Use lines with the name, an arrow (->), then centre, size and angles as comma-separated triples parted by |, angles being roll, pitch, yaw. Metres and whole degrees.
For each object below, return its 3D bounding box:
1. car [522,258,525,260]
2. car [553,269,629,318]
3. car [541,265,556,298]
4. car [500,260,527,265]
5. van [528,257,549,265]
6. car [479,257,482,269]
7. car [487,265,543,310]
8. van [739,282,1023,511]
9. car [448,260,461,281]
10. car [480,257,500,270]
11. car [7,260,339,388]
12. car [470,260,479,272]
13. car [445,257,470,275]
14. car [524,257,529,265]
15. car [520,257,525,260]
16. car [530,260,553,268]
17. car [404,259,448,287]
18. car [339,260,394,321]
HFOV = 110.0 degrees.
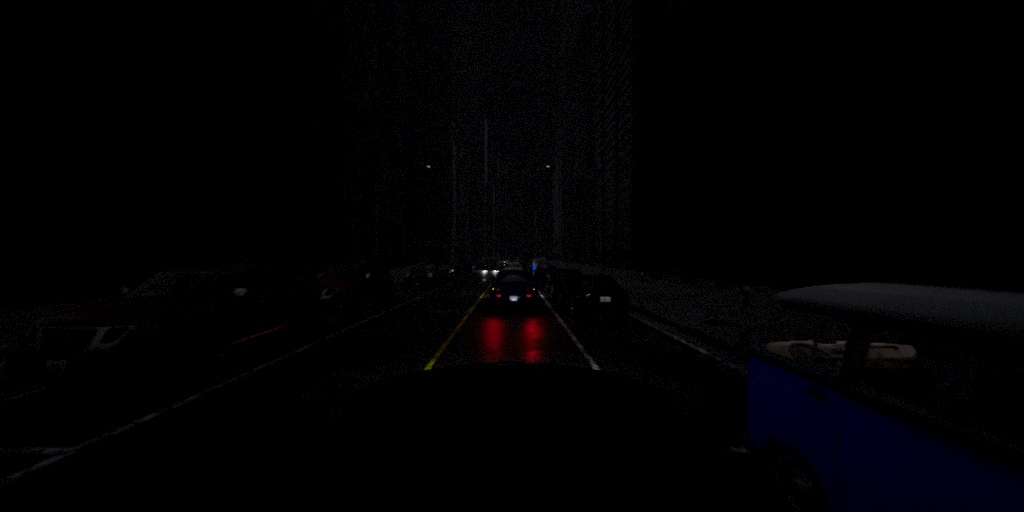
car -> 2.763, 1.301, 51.938 | 1.948, 1.339, 4.313 | 0, 0, 0
car -> 2.763, 1.309, 12.674 | 1.948, 1.339, 4.313 | 0, 0, 0
car -> 2.763, 1.307, 18.284 | 1.948, 1.339, 4.313 | 0, 0, 0
car -> 0.074, 1.263, 29.775 | 1.812, 1.442, 4.674 | 0, 0, 0
van -> 2.763, 1.077, 35.111 | 1.690, 1.789, 3.998 | 0, 0, 0
car -> -5.762, 1.287, 57.534 | 2.007, 1.370, 4.403 | 0, 0, 0
car -> 0.076, 1.268, 14.604 | 1.812, 1.442, 4.674 | 0, 0, 0
van -> 2.763, 1.091, 1.456 | 1.690, 1.789, 3.998 | 0, 0, 0
car -> -5.762, 1.288, 29.487 | 2.007, 1.370, 4.403 | 0, 0, 0
car -> -3.079, 1.239, 51.253 | 1.837, 1.490, 4.892 | 0, 0, 0
car -> -5.762, 1.062, 7.049 | 2.192, 1.841, 5.009 | 0, 0, 0
car -> -5.762, 1.301, 46.315 | 1.948, 1.339, 4.313 | 0, 0, 0
car -> -5.762, 1.051, 35.096 | 2.192, 1.841, 5.009 | 0, 0, 0
car -> 2.763, 1.175, 40.720 | 1.967, 1.591, 4.097 | 0, 0, 0
car -> 2.763, 1.320, 63.156 | 1.802, 1.307, 4.207 | 0, 0, 0
car -> 2.763, 1.283, 29.502 | 1.888, 1.381, 4.507 | 0, 0, 0
car -> -5.762, 1.179, 23.877 | 1.967, 1.591, 4.097 | 0, 0, 0
car -> -5.762, 1.058, 12.658 | 2.192, 1.841, 5.009 | 0, 0, 0
